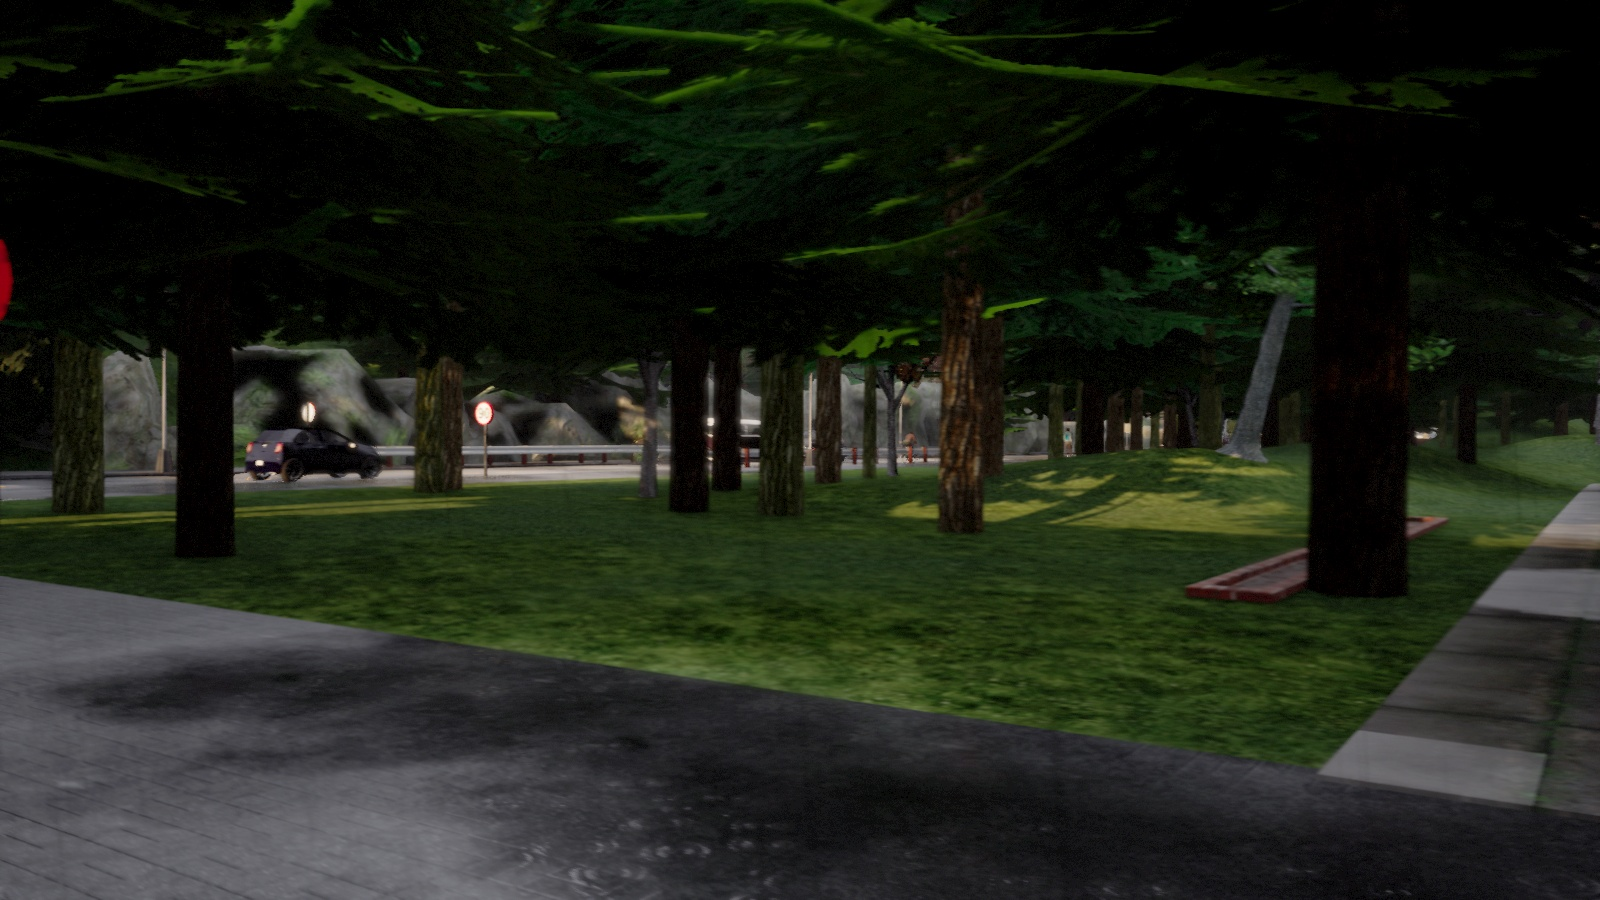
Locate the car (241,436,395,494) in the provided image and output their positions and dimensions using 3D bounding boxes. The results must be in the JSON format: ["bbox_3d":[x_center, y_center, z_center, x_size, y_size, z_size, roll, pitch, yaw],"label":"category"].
[{"bbox_3d":[-13.500,0.385,35.326,1.845,1.501,3.633,0,1,33],"label":"car"}]

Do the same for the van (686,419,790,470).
[{"bbox_3d":[-2.526,-0.236,52.053,2.069,2.038,4.480,0,1,33],"label":"van"}]

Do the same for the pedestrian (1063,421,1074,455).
[{"bbox_3d":[15.435,-0.683,72.119,0.396,1.930,0.692,0,1,33],"label":"pedestrian"}]

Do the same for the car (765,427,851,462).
[{"bbox_3d":[0.459,-0.299,63.880,2.242,1.667,4.611,0,1,33],"label":"car"}]
